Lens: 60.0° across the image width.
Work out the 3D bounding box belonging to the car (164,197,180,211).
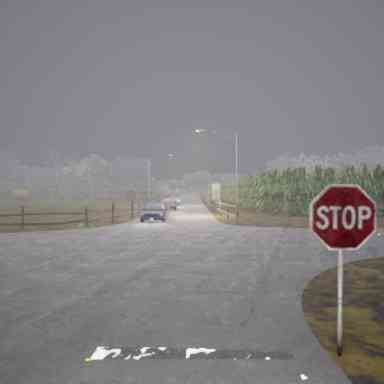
[{"bbox_3d":[-2.740,1.420,38.887,1.812,1.442,4.674,0,0,0],"label":"car"}]

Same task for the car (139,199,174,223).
[{"bbox_3d":[-2.786,1.494,25.646,2.033,1.411,5.357,0,0,0],"label":"car"}]
